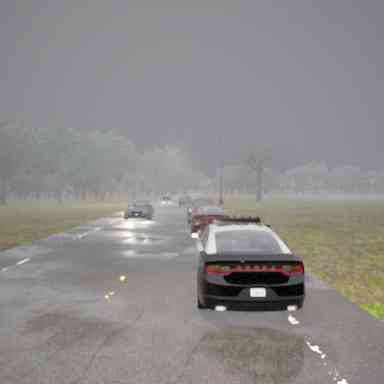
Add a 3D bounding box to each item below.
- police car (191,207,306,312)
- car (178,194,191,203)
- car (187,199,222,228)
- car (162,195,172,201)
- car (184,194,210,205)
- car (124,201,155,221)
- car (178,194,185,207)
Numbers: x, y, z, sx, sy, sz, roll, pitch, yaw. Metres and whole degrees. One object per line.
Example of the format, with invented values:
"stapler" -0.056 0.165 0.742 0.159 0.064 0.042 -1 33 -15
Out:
"police car" 1.024 1.376 7.863 1.930 1.638 5.238 0 0 -1
"car" -1.320 1.158 59.132 2.128 1.511 4.902 0 0 -2
"car" 0.869 1.369 17.790 1.882 1.535 5.008 0 0 -1
"car" -5.109 1.221 67.848 1.895 1.301 4.718 0 0 -1
"car" 0.712 1.206 23.776 2.097 1.767 4.553 0 0 -2
"car" -3.992 1.409 25.699 1.994 1.385 4.181 0 0 -2
"car" -0.906 1.223 46.250 2.128 1.511 4.902 0 0 -1
